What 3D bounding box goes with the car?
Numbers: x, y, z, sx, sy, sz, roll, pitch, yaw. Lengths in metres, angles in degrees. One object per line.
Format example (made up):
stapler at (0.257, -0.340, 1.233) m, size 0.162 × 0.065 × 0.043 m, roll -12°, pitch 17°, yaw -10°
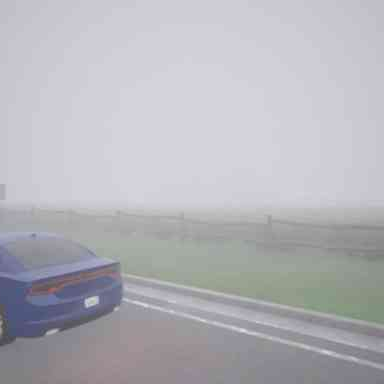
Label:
car at (-3.526, 1.514, 6.482) m, size 5.008 × 1.535 × 1.882 m, roll 0°, pitch 0°, yaw 36°
